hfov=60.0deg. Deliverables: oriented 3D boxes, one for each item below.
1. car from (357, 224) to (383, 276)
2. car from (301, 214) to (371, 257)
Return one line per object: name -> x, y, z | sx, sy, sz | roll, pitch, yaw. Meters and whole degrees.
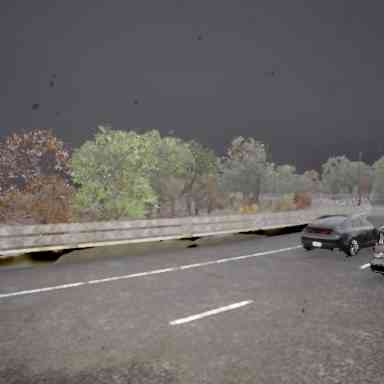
car -> 7.036, 1.687, 9.701 | 5.357, 1.411, 2.033 | 1, -1, -42
car -> 6.368, 1.680, 13.835 | 4.892, 1.490, 1.837 | 0, 0, -43
